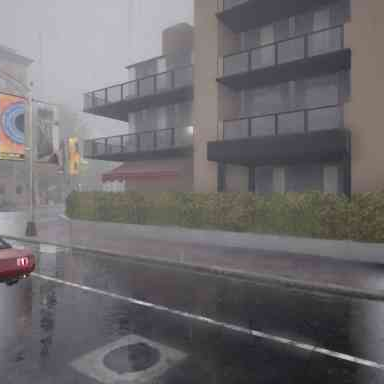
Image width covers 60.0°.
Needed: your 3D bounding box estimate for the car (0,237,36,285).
[{"bbox_3d":[-5.991,1.601,8.255,4.718,1.301,1.895,0,0,35],"label":"car"}]
